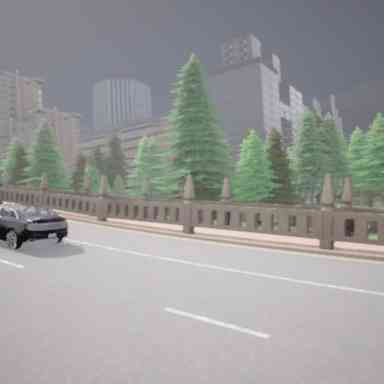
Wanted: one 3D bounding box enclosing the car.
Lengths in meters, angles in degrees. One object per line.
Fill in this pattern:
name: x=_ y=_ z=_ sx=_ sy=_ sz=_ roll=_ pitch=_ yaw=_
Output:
car: x=-6.934 y=1.228 z=13.238 sx=4.902 sy=1.511 sz=2.128 roll=3 pitch=2 yaw=35
